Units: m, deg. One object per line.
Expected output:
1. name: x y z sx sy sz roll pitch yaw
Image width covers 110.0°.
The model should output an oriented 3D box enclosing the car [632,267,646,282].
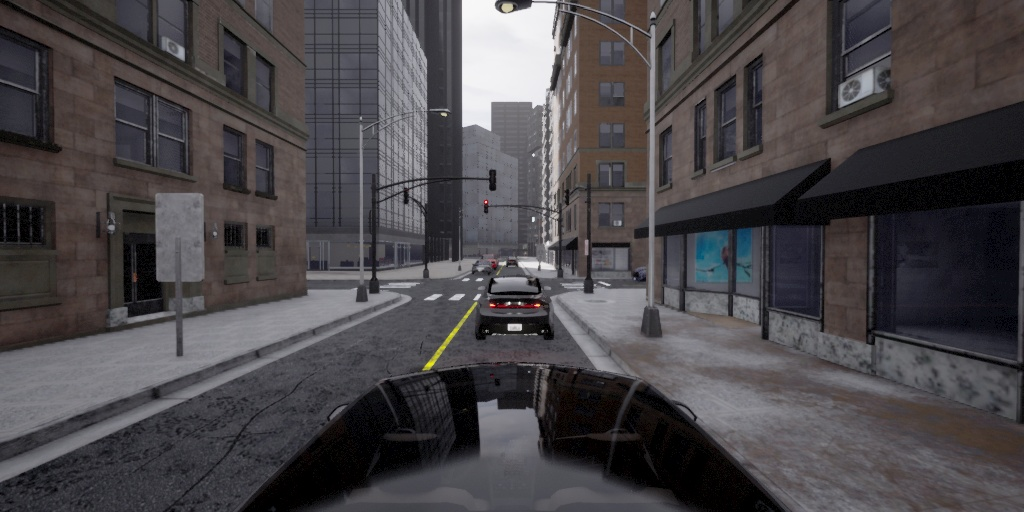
1. car: 10.824 1.010 25.118 4.553 1.767 2.097 0 1 -1

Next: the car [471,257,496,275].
1. car: -3.135 1.160 37.941 2.128 1.511 4.902 0 0 0

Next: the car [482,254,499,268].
1. car: -3.153 0.805 48.245 2.150 2.045 5.566 0 1 0

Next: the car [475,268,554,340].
1. car: 0.070 1.252 9.952 1.837 1.490 4.892 0 0 0

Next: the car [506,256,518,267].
1. car: 0.035 0.968 59.010 1.837 1.490 4.892 0 1 0
